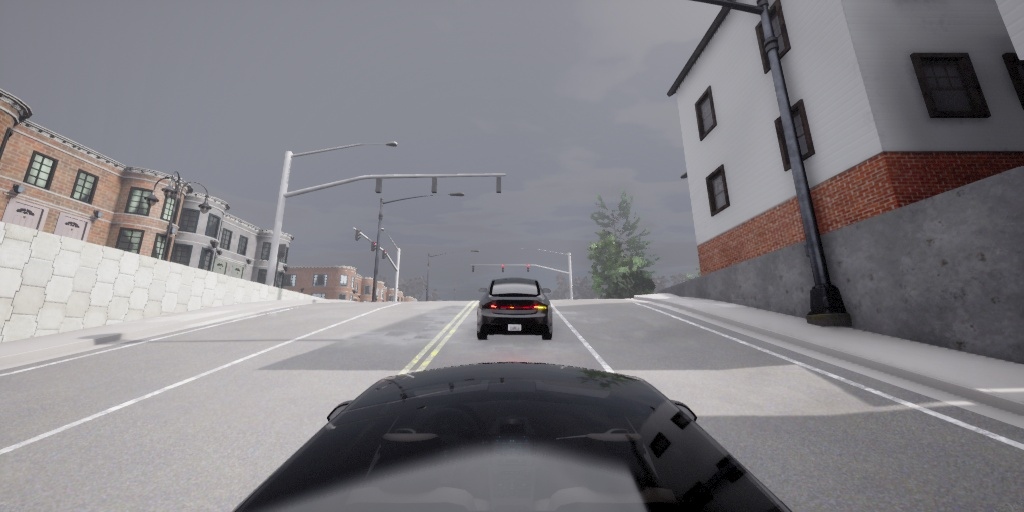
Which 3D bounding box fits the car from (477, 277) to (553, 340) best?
[{"bbox_3d":[0.076,1.351,10.332,1.837,1.490,4.892,0,0,0],"label":"car"}]
